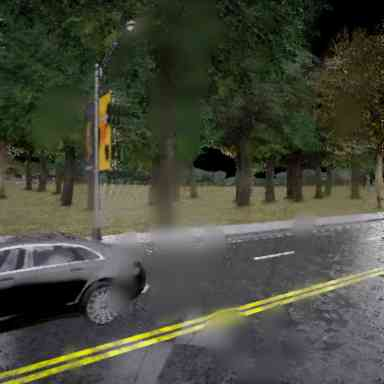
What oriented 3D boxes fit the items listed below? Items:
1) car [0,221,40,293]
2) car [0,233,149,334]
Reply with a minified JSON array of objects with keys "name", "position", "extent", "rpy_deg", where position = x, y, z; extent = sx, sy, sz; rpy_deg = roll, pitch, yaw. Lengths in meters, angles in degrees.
[{"name":"car","position":[-6.373,1.551,7.122],"extent":[5.357,1.411,2.033],"rpy_deg":[0,0,-36]},{"name":"car","position":[-3.107,1.489,5.460],"extent":[4.902,1.511,2.128],"rpy_deg":[0,0,-36]}]
